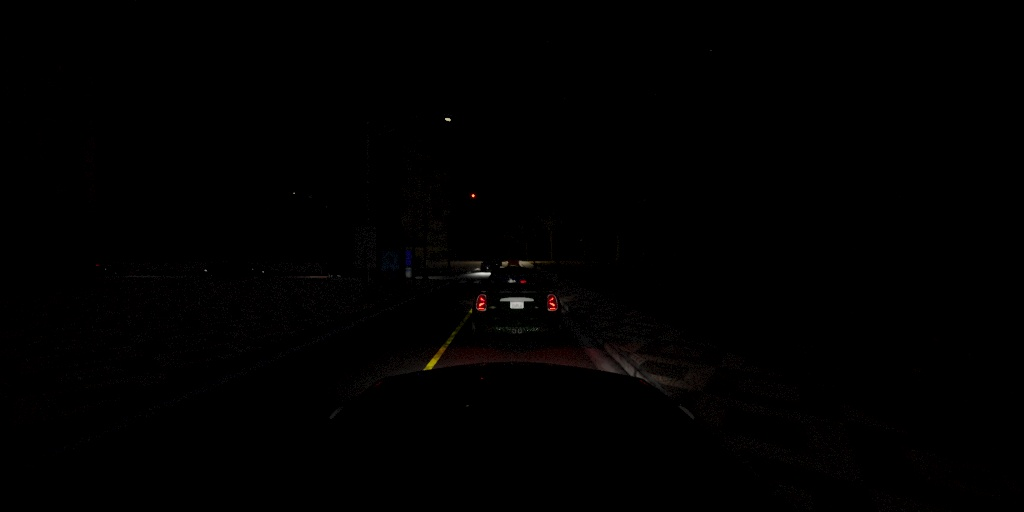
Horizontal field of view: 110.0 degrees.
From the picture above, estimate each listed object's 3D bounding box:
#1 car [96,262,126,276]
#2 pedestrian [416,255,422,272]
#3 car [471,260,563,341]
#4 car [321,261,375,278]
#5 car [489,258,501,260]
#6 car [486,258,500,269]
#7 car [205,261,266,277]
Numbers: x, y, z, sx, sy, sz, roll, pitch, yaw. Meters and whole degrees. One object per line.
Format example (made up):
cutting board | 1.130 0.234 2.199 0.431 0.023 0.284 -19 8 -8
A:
car | -38.360 1.233 32.764 4.718 1.301 1.895 0 1 2
pedestrian | -9.965 0.800 38.171 0.375 1.860 0.375 0 0 2
car | 0.117 1.099 10.016 2.097 1.767 4.553 0 0 0
car | -14.439 1.192 32.064 4.902 1.511 2.128 0 1 2
car | -2.951 1.197 45.697 2.128 1.511 4.902 0 0 0
car | -2.911 1.164 56.399 1.882 1.535 5.008 0 0 0
car | -24.843 1.163 32.362 4.902 1.511 2.128 0 1 2
